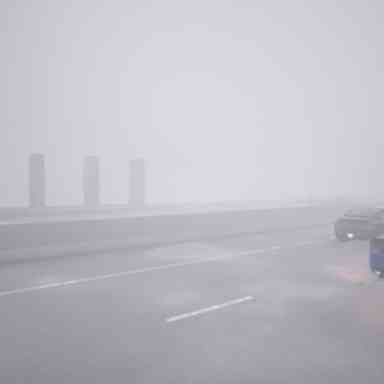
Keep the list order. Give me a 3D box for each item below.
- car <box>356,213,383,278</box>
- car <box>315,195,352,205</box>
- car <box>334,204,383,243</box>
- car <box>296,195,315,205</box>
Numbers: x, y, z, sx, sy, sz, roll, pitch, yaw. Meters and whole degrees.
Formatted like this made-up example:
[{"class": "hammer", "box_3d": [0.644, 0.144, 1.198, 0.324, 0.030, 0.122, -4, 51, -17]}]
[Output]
[{"class": "car", "box_3d": [6.482, 1.368, 8.536, 5.008, 1.535, 1.882, -1, 0, -36]}, {"class": "car", "box_3d": [19.260, 1.104, 44.460, 5.357, 1.411, 2.033, -1, 0, -36]}, {"class": "car", "box_3d": [7.896, 1.350, 13.943, 4.892, 1.490, 1.837, -1, 0, -37]}, {"class": "car", "box_3d": [16.618, 1.091, 46.854, 4.674, 1.442, 1.812, -1, 0, -36]}]
